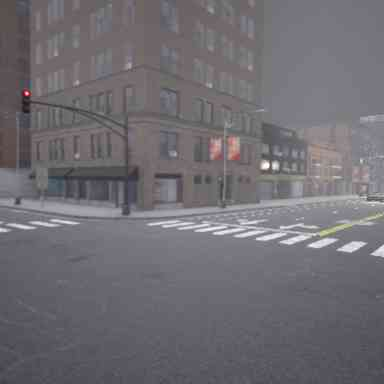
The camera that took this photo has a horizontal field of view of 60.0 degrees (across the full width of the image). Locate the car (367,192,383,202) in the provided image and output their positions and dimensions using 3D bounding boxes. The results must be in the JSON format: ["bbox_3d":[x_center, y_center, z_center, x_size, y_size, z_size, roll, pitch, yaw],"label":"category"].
[{"bbox_3d":[27.358,0.742,49.131,1.994,1.385,4.181,3,2,39],"label":"car"}]
